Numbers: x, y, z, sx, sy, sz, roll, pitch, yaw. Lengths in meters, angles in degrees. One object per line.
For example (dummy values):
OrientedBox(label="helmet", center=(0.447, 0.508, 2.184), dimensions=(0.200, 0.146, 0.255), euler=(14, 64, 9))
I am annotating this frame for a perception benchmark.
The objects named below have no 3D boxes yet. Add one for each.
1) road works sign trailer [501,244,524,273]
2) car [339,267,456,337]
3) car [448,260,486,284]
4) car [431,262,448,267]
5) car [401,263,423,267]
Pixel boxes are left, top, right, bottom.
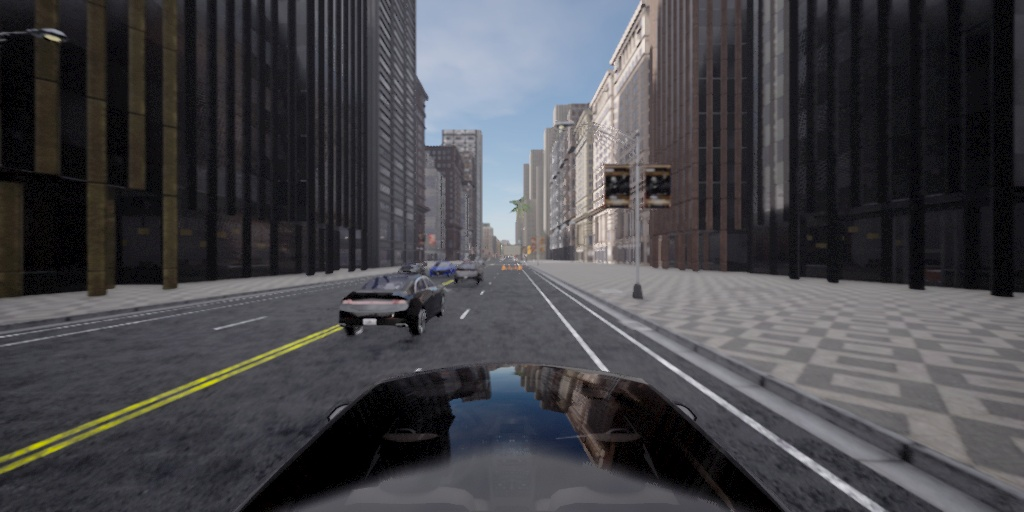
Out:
OrientedBox(label="road works sign trailer", center=(-0.010, 0.285, 46.084), dimensions=(2.380, 3.560, 2.880), euler=(0, 0, 0))
OrientedBox(label="car", center=(-3.151, 1.252, 10.370), dimensions=(2.128, 1.511, 4.902), euler=(0, 0, 0))
OrientedBox(label="car", center=(-3.154, 1.277, 26.907), dimensions=(2.128, 1.511, 4.902), euler=(0, 0, 0))
OrientedBox(label="car", center=(-6.600, 1.276, 34.426), dimensions=(1.882, 1.535, 5.008), euler=(0, 0, 0))
OrientedBox(label="car", center=(-9.848, 1.364, 35.377), dimensions=(1.994, 1.385, 4.181), euler=(0, 0, 0))
